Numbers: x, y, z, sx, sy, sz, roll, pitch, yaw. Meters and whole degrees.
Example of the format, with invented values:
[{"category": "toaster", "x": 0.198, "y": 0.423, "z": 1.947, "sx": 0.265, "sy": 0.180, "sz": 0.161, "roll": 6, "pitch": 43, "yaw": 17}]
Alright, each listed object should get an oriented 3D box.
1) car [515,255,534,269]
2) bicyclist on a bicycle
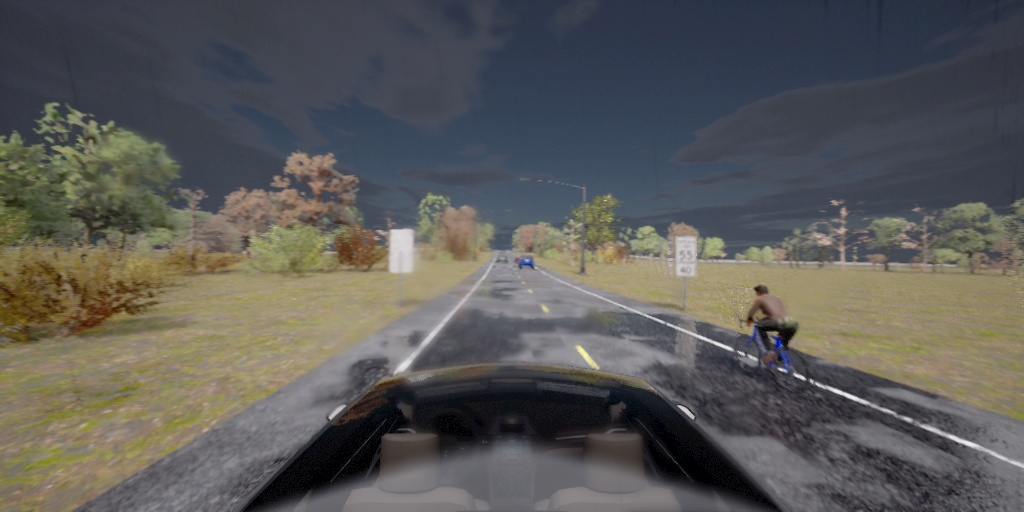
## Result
[{"category": "car", "x": 2.103, "y": 0.817, "z": 53.834, "sx": 2.150, "sy": 2.045, "sz": 5.566, "roll": 1, "pitch": 1, "yaw": -2}, {"category": "bicyclist on a bicycle", "x": 4.289, "y": 1.311, "z": 6.028, "sx": 0.582, "sy": 1.620, "sz": 1.656, "roll": 1, "pitch": -1, "yaw": -2}]
